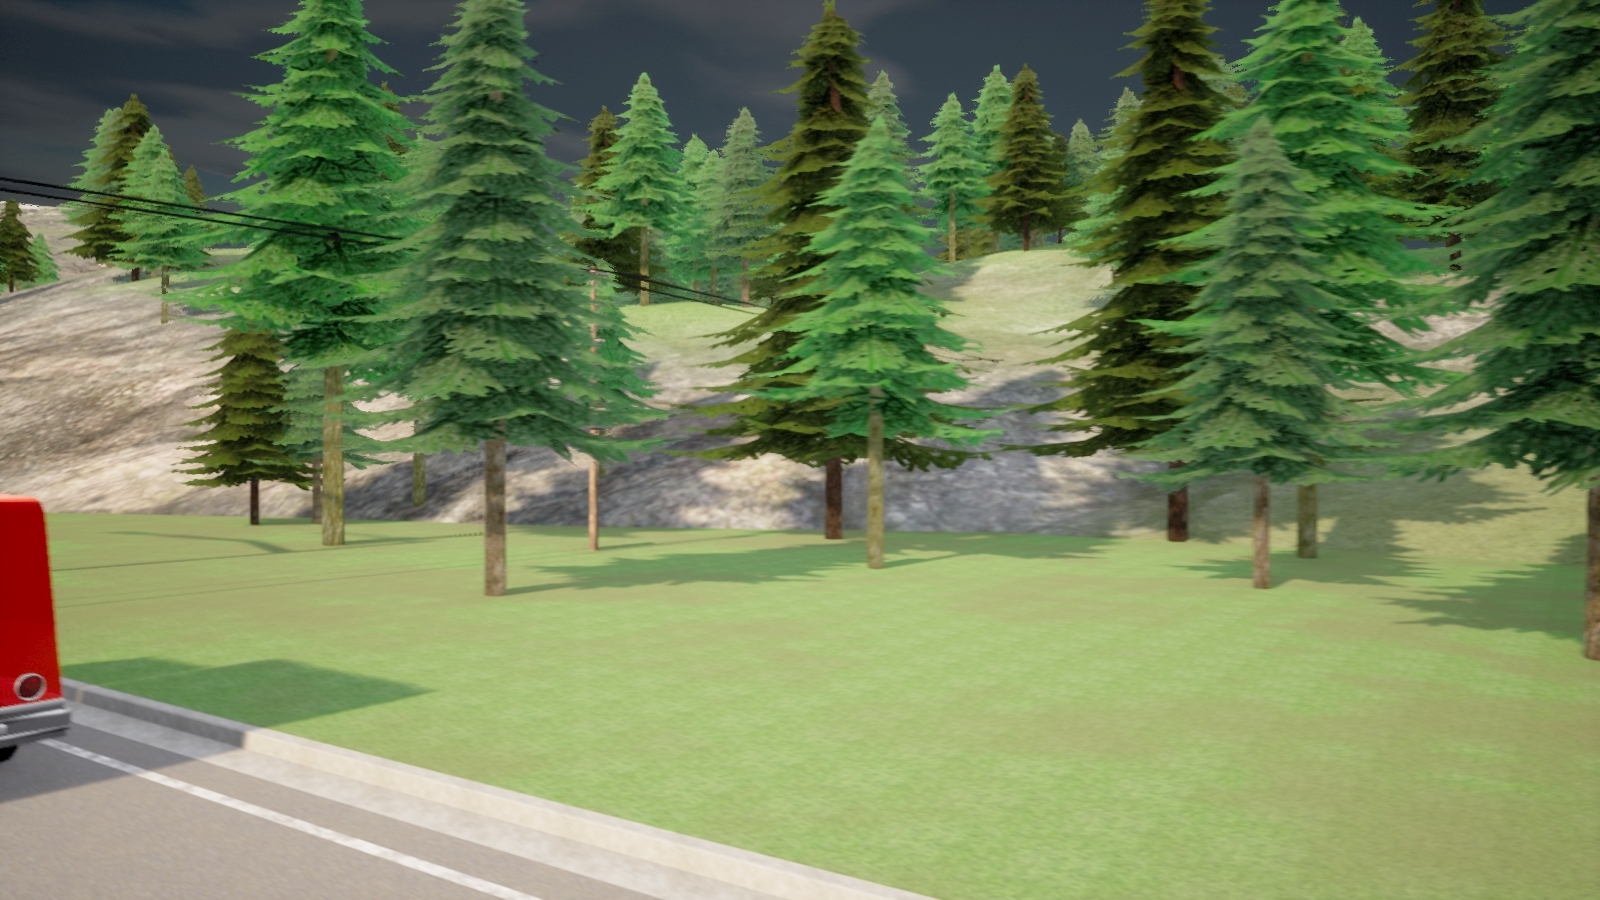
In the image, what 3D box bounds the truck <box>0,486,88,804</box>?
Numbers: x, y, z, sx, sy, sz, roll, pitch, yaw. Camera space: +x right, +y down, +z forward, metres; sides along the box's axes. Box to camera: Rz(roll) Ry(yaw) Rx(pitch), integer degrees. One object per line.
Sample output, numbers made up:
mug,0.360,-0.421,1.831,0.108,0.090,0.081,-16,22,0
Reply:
truck,-8.864,1.568,9.970,5.204,2.467,2.627,0,0,34
